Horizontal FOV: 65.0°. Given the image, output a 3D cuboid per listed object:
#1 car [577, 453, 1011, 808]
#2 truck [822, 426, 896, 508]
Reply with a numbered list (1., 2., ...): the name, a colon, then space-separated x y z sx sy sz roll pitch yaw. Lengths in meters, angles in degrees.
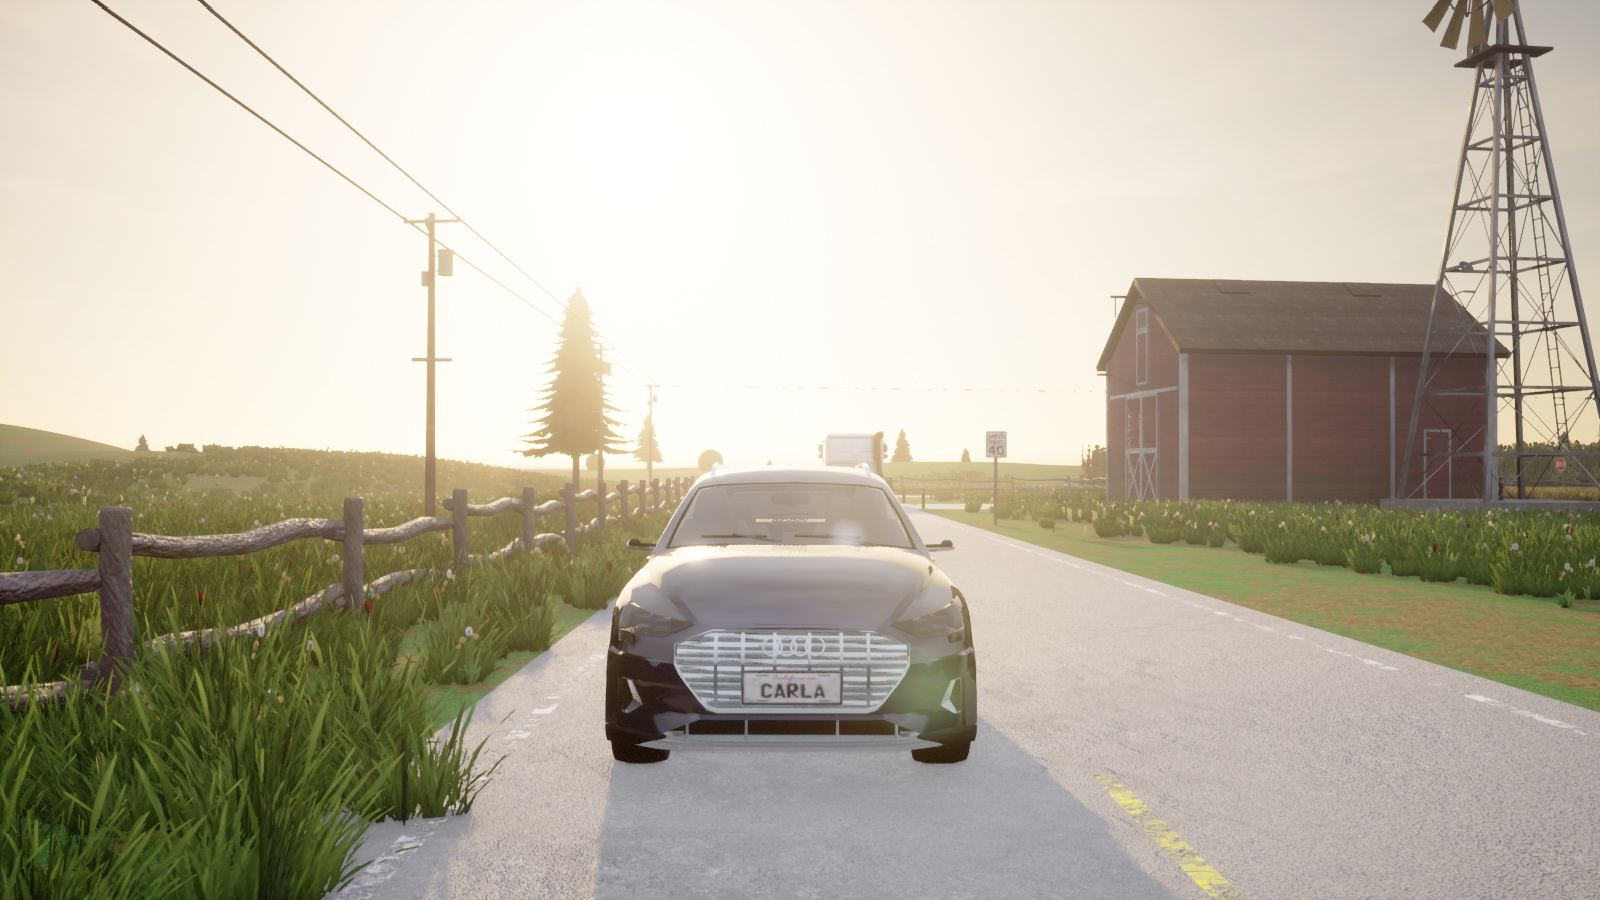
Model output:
1. car: -0.057 0.885 8.319 2.033 1.649 4.856 0 -1 -1
2. truck: 2.586 0.783 57.353 2.891 3.462 7.936 0 -1 -1
